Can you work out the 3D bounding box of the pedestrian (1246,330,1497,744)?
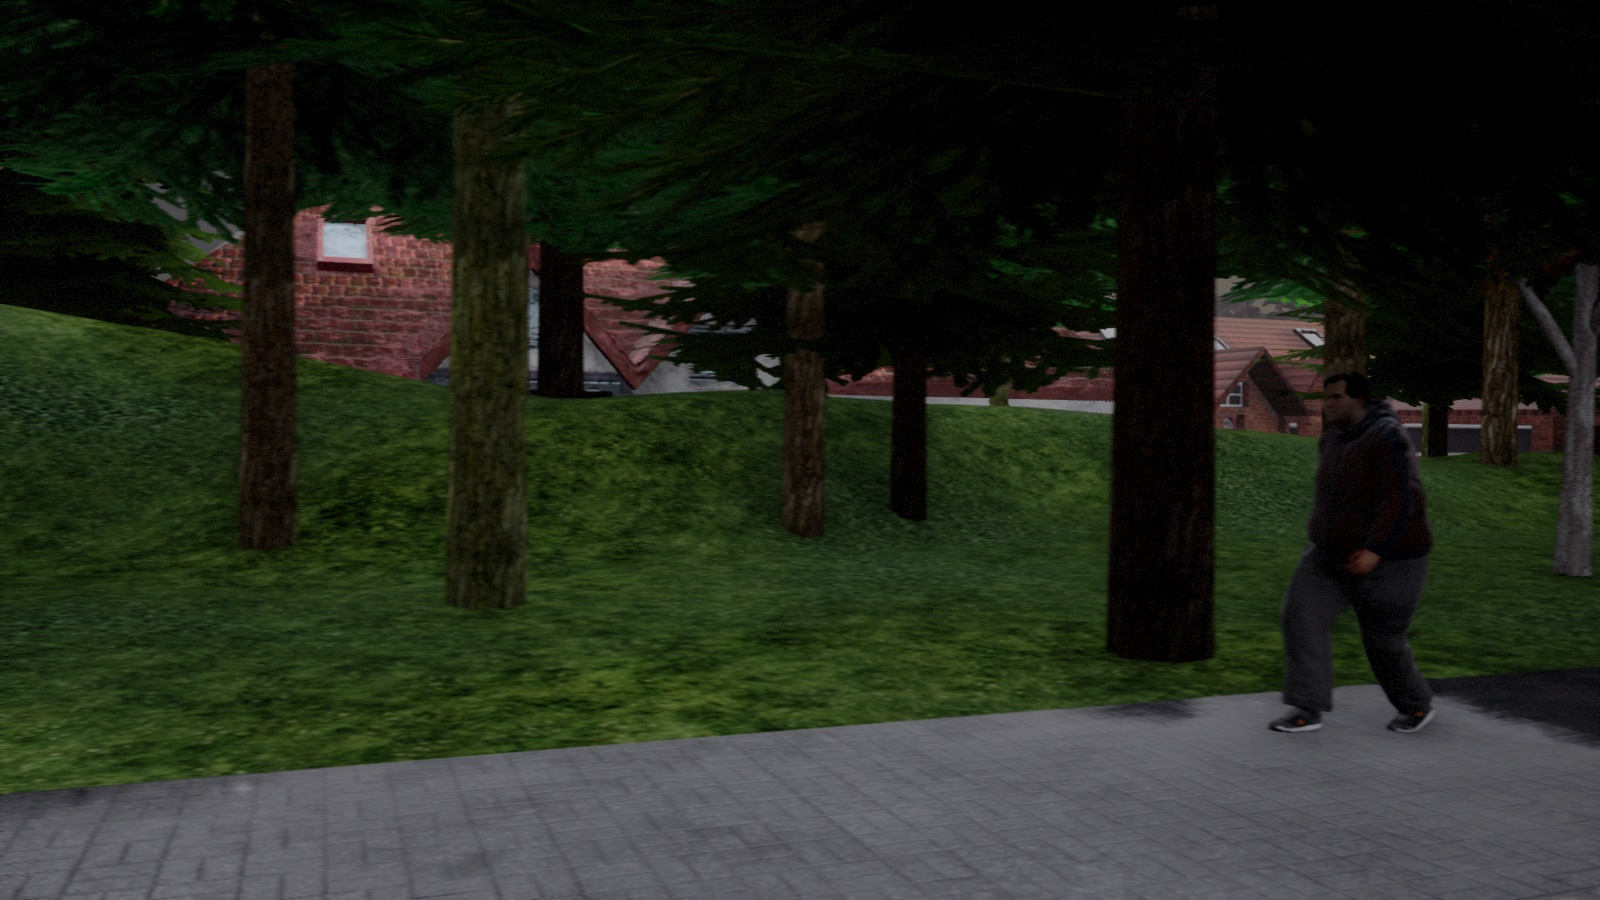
[{"bbox_3d":[2.730,0.380,6.029,0.899,1.844,0.634,-1,1,-18],"label":"pedestrian"}]
